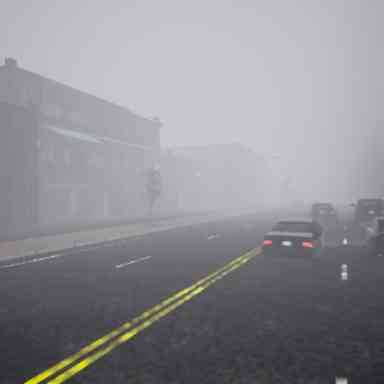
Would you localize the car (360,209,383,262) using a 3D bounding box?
[{"bbox_3d":[7.385,1.629,12.174,1.837,1.490,4.892,0,0,25],"label":"car"}]

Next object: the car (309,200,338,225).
[{"bbox_3d":[10.700,1.625,27.070,2.097,1.767,4.553,0,-1,25],"label":"car"}]

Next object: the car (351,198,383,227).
[{"bbox_3d":[13.287,1.475,24.948,2.150,2.045,5.566,0,0,25],"label":"car"}]

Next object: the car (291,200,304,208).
[{"bbox_3d":[19.945,2.182,62.581,2.033,1.411,5.357,0,-1,25],"label":"car"}]

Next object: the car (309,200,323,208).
[{"bbox_3d":[22.894,2.165,61.215,2.033,1.411,5.357,0,-1,25],"label":"car"}]

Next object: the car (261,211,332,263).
[{"bbox_3d":[4.016,1.678,12.654,2.033,1.411,5.357,0,-1,25],"label":"car"}]
